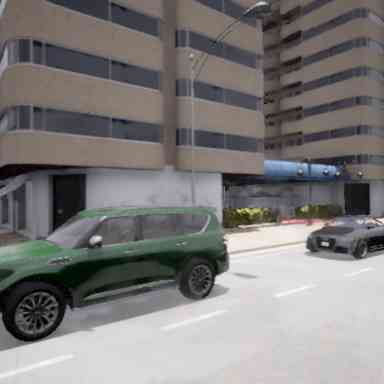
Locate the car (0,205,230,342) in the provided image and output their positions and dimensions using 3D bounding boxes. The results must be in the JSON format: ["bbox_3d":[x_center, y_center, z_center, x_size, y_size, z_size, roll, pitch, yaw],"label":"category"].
[{"bbox_3d":[-1.664,1.341,7.125,5.566,2.045,2.150,0,-1,-37],"label":"car"}]

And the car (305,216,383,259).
[{"bbox_3d":[6.379,1.681,13.172,4.181,1.385,1.994,0,-1,-37],"label":"car"}]
